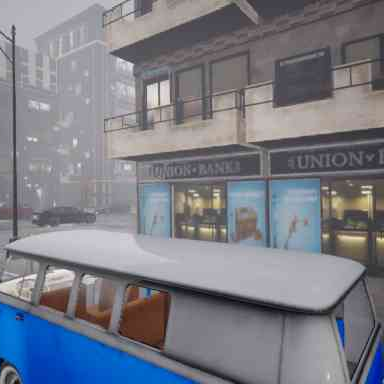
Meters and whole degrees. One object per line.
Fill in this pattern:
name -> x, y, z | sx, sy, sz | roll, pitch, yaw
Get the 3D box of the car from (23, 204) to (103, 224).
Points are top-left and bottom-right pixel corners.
car -> -8.499, 1.584, 22.314 | 1.947, 1.339, 4.313 | -2, -1, 36

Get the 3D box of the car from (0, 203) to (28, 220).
car -> -15.252, 1.609, 27.280 | 1.967, 1.590, 4.097 | -2, -1, 36

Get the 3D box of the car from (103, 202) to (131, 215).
car -> -8.575, 1.799, 36.365 | 1.947, 1.339, 4.313 | -2, -1, 36

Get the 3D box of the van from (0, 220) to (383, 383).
van -> -0.399, 1.342, 3.144 | 3.998, 1.788, 1.690 | 0, -1, 36
